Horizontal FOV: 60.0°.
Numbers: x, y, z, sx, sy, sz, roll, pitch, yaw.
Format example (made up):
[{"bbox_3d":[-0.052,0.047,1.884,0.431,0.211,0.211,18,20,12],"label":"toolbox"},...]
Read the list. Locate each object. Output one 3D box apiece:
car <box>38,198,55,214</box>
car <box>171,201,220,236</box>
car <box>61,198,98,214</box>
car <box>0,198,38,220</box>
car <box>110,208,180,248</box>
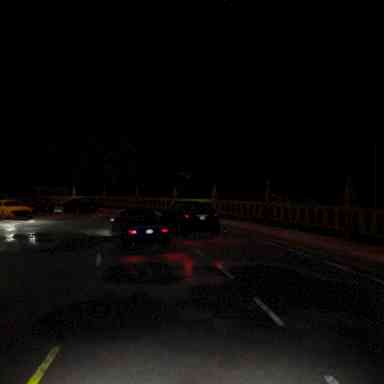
[{"bbox_3d":[-15.352,1.345,32.490,5.008,1.535,1.882,0,0,40],"label":"car"},{"bbox_3d":[-0.278,1.276,18.106,2.097,1.767,4.553,0,0,-22],"label":"car"},{"bbox_3d":[-11.486,1.339,33.769,5.008,1.535,1.882,0,0,43],"label":"car"},{"bbox_3d":[-14.638,1.369,26.959,5.008,1.535,1.882,0,0,43],"label":"car"},{"bbox_3d":[-2.402,1.486,14.502,2.033,1.411,5.357,0,0,-20],"label":"car"}]
